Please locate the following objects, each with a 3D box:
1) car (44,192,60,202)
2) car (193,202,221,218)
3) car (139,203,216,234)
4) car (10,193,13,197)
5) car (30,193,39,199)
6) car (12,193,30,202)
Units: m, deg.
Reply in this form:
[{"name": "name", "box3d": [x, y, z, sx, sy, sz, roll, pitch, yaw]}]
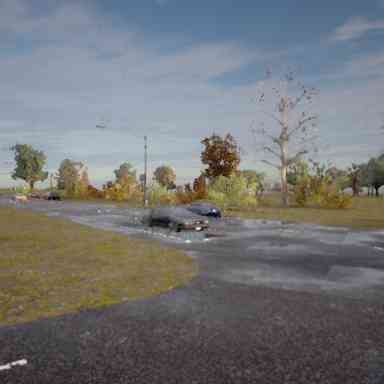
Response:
[{"name": "car", "box3d": [-28.961, 0.932, 68.848, 2.150, 2.045, 5.566, 0, 0, -37]}, {"name": "car", "box3d": [0.638, 1.519, 28.938, 1.994, 1.385, 4.181, 0, 0, -37]}, {"name": "car", "box3d": [-1.223, 1.524, 19.697, 2.033, 1.411, 5.357, 0, 0, -36]}, {"name": "car", "box3d": [-43.227, 1.125, 81.854, 2.033, 1.411, 5.357, 0, 0, -32]}, {"name": "car", "box3d": [-40.326, 0.943, 84.171, 2.097, 1.767, 4.553, 0, 0, -37]}, {"name": "car", "box3d": [-33.579, 1.181, 65.260, 1.882, 1.535, 5.008, 0, 0, -30]}]
